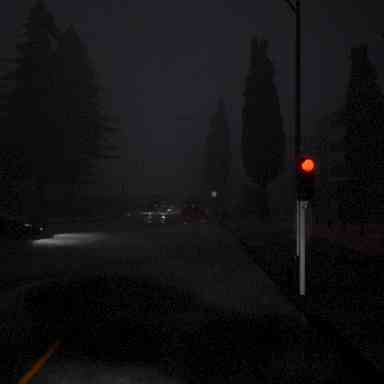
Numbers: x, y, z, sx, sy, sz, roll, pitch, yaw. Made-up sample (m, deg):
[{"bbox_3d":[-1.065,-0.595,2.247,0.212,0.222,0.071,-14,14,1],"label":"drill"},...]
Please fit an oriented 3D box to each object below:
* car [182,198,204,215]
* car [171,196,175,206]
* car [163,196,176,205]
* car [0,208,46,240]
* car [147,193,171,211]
[{"bbox_3d":[0.103,1.352,33.844,2.097,1.767,4.553,0,0,0],"label":"car"},{"bbox_3d":[-4.133,1.221,51.240,2.150,2.045,5.566,0,0,0],"label":"car"},{"bbox_3d":[-4.086,1.547,61.943,2.033,1.411,5.357,0,0,0],"label":"car"},{"bbox_3d":[-9.669,1.526,16.419,4.674,1.442,1.812,0,0,5],"label":"car"},{"bbox_3d":[-4.138,1.221,40.804,2.150,2.045,5.566,0,0,0],"label":"car"}]
